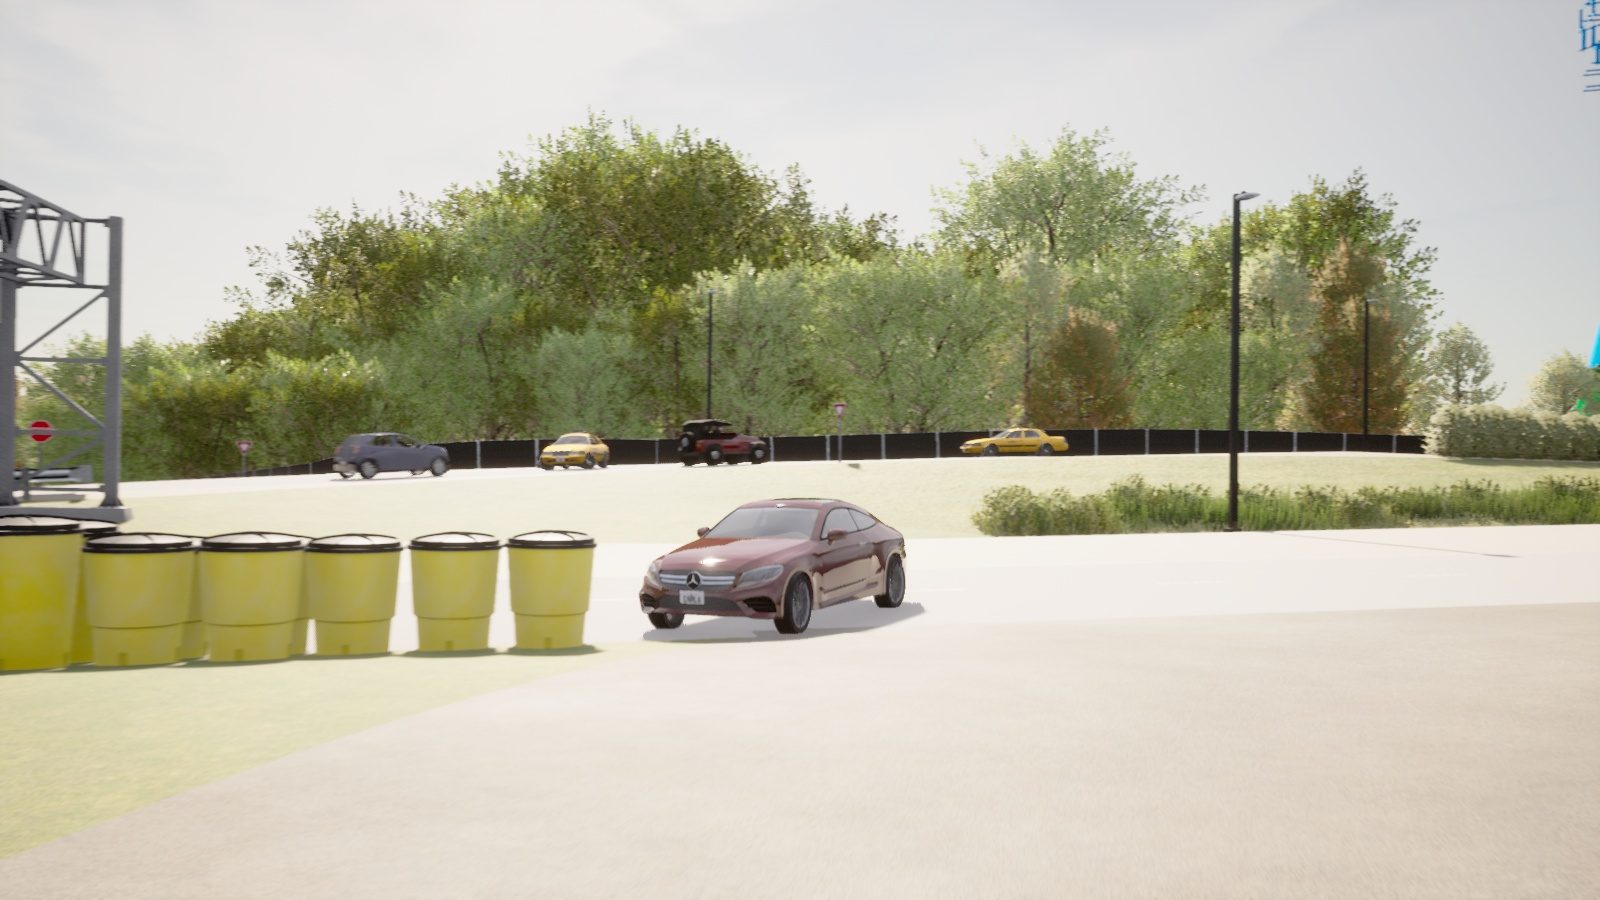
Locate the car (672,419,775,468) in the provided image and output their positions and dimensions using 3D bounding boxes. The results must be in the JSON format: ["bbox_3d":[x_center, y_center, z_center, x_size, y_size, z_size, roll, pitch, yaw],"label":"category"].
[{"bbox_3d":[-3.141,-0.285,51.952,3.866,1.878,1.905,-2,0,-41],"label":"car"}]

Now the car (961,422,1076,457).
[{"bbox_3d":[10.997,-0.523,63.240,5.366,1.575,1.801,-1,-1,-13],"label":"car"}]

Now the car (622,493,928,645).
[{"bbox_3d":[-0.100,1.321,15.416,1.812,1.442,4.674,-2,-1,26],"label":"car"}]

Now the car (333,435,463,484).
[{"bbox_3d":[-13.355,0.302,41.822,1.845,1.501,3.633,-1,1,44],"label":"car"}]

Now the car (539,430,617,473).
[{"bbox_3d":[-8.859,0.037,50.548,1.801,1.575,5.366,-2,0,4],"label":"car"}]
